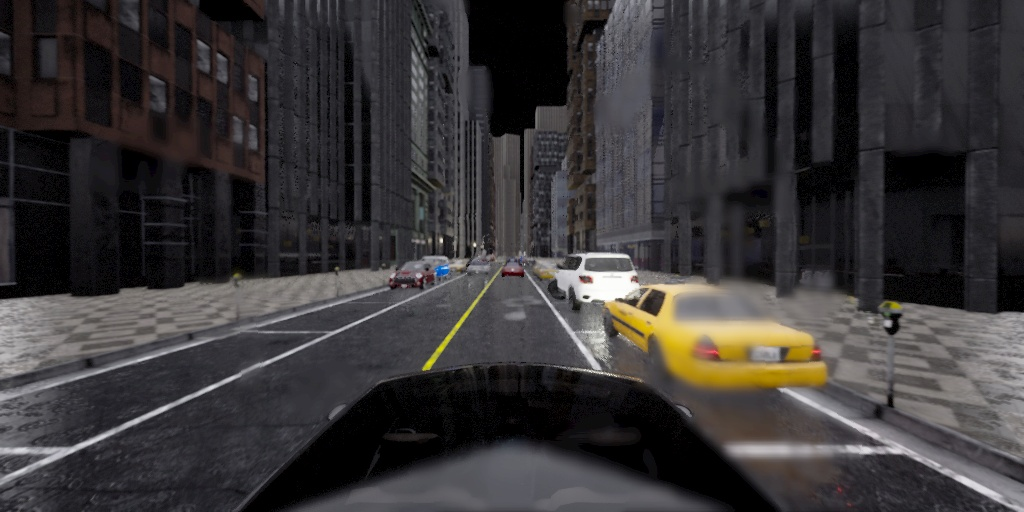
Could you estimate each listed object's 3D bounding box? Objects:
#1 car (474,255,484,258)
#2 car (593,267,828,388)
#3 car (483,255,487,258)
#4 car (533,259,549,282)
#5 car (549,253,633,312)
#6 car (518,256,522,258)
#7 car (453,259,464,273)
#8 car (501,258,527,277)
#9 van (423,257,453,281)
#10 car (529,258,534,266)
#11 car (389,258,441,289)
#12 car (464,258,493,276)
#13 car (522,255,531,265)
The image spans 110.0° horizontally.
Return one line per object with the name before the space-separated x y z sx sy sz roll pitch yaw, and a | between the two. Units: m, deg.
car | -5.761 0.975 54.804 1.948 1.339 4.313 0 0 0
car | 3.150 1.171 7.002 1.801 1.575 5.366 0 0 0
car | -5.760 0.816 60.413 1.967 1.591 4.097 0 0 0
car | 2.763 1.104 26.935 1.751 1.417 4.829 0 0 0
car | 3.039 0.888 13.996 2.150 2.045 5.566 0 0 -3
car | 0.084 0.963 50.029 1.812 1.442 4.674 0 0 0
car | -5.761 1.033 37.806 1.751 1.417 4.829 0 0 0
car | 0.076 1.108 32.229 1.994 1.385 4.181 0 0 0
van | -5.762 0.920 26.758 1.690 1.789 3.998 0 0 0
car | 2.764 1.067 32.544 1.751 1.417 4.829 0 0 0
car | -5.762 1.057 21.149 1.967 1.591 4.097 0 0 0
car | -3.094 1.132 34.107 1.895 1.301 4.718 0 0 0
car | 2.765 0.960 54.809 2.007 1.370 4.403 0 0 0
